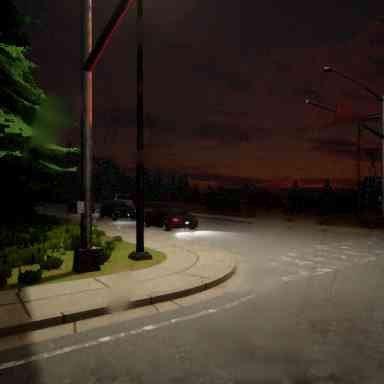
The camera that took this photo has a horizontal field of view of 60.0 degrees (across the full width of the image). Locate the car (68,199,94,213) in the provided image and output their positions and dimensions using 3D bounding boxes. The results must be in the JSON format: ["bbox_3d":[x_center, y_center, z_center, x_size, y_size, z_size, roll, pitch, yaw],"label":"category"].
[{"bbox_3d":[-12.156,1.504,36.488,1.882,1.535,5.008,0,0,-34],"label":"car"}]

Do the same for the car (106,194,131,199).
[{"bbox_3d":[-8.613,1.248,37.842,2.150,2.045,5.566,0,0,-34],"label":"car"}]

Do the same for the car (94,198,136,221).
[{"bbox_3d":[-6.304,1.532,27.896,1.837,1.490,4.892,0,0,-34],"label":"car"}]

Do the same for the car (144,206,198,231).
[{"bbox_3d":[-1.405,1.591,20.710,1.994,1.385,4.181,0,0,-34],"label":"car"}]
